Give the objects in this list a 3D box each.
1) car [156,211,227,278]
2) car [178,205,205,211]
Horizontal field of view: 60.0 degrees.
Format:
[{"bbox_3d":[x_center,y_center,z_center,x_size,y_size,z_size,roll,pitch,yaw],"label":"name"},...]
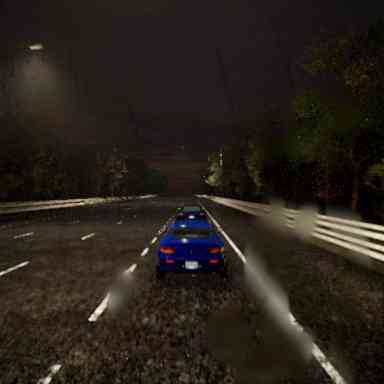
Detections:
[{"bbox_3d":[-0.013,1.532,10.030,1.812,1.442,4.674,0,0,0],"label":"car"},{"bbox_3d":[-0.027,1.572,23.312,1.994,1.385,4.181,0,0,0],"label":"car"}]
